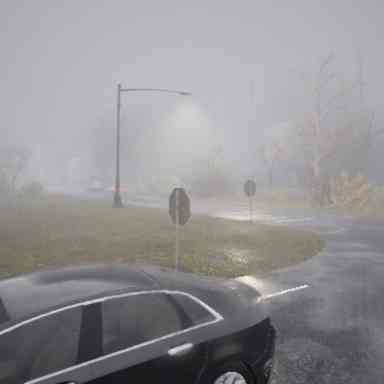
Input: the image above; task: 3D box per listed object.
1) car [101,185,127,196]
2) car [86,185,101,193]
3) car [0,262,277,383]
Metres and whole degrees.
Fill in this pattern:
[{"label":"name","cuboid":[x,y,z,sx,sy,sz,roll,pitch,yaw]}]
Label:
[{"label":"car","cuboid":[-11.971,-0.368,52.028,2.097,1.767,4.553,0,2,-36]},{"label":"car","cuboid":[-17.565,-0.552,59.862,1.882,1.535,5.008,0,2,-36]},{"label":"car","cuboid":[-1.344,1.516,2.908,4.892,1.490,1.837,0,0,-35]}]
